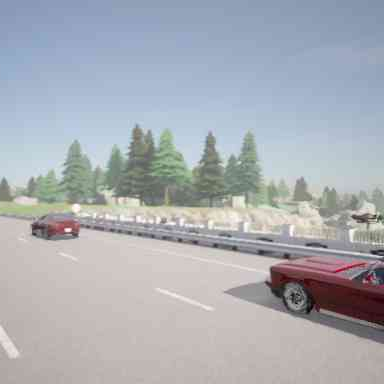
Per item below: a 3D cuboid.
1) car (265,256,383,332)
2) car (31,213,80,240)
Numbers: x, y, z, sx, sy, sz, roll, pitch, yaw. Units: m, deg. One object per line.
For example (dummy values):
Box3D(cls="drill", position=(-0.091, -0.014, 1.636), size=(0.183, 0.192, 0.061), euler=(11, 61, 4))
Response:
Box3D(cls="car", position=(3.624, 1.692, 5.708), size=(1.895, 1.301, 4.718), euler=(1, -1, -40))
Box3D(cls="car", position=(-8.318, 2.000, 20.155), size=(1.812, 1.442, 4.674), euler=(1, -2, -40))
